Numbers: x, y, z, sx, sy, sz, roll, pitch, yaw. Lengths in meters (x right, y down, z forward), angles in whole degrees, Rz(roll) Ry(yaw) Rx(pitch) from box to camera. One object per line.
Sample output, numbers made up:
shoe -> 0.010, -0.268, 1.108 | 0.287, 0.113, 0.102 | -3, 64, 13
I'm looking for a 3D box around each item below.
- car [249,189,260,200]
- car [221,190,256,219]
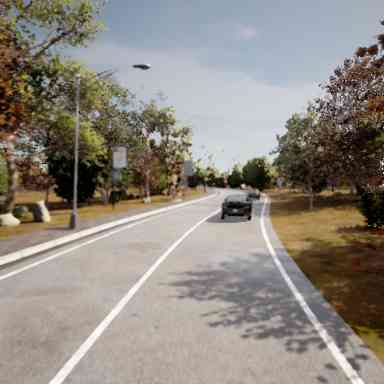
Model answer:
car -> 7.775, 0.300, 42.695 | 1.895, 1.301, 4.718 | 0, 2, 13
car -> 3.095, 0.881, 22.310 | 1.882, 1.535, 5.008 | 0, 2, 12
